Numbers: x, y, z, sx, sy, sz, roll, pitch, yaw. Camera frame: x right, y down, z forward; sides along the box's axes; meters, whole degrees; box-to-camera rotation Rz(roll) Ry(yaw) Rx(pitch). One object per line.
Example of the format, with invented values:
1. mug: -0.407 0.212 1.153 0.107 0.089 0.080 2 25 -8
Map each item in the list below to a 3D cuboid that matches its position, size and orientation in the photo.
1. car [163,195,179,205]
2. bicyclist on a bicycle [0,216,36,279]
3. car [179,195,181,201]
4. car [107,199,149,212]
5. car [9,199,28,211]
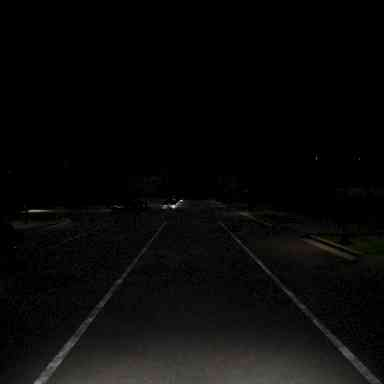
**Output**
1. car: -3.847 1.352 58.193 2.097 1.767 4.553 0 0 0
2. bicyclist on a bicycle: -4.858 1.453 8.618 1.656 1.620 0.582 0 0 0
3. car: -3.831 1.563 67.330 1.994 1.385 4.181 0 0 1
4. car: -7.222 1.482 37.418 5.357 1.411 2.033 0 0 37
5. car: -20.750 1.408 37.239 4.181 1.385 1.994 0 0 0
